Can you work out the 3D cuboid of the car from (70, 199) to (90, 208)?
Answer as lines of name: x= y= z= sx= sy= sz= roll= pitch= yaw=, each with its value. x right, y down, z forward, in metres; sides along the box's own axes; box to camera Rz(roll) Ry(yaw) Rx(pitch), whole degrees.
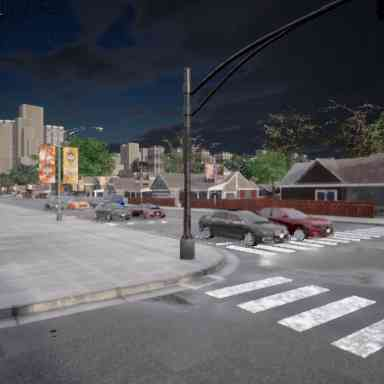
car: x=-19.431 y=1.885 z=57.591 sx=2.033 sy=1.411 sz=5.357 roll=0 pitch=0 yaw=-34

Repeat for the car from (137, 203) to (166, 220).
car: x=-4.079 y=1.721 z=30.072 sx=1.994 sy=1.385 sz=4.181 roll=0 pitch=0 yaw=-35

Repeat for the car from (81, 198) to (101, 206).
car: x=-19.115 y=1.905 z=62.605 sx=2.033 sy=1.411 sz=5.357 roll=0 pitch=0 yaw=-35

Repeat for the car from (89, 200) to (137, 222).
car: x=-6.852 y=1.665 z=28.368 sx=1.837 sy=1.490 sz=4.892 roll=0 pitch=0 yaw=-35

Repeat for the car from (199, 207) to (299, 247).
car: x=2.260 y=1.566 z=15.547 sx=1.837 sy=1.490 sz=4.892 roll=0 pitch=0 yaw=-35

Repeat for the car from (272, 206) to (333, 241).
car: x=4.879 y=1.538 z=17.470 sx=1.882 sy=1.535 sz=5.008 roll=0 pitch=0 yaw=-35

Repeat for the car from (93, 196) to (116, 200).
car: x=-13.382 y=1.784 z=49.106 sx=1.837 sy=1.490 sz=4.892 roll=0 pitch=0 yaw=-35

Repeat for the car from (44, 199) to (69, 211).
car: x=-18.769 y=1.774 z=45.232 sx=2.128 sy=1.511 sz=4.902 roll=0 pitch=0 yaw=-35

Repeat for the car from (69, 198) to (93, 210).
car: x=-16.168 y=1.632 z=47.183 sx=2.097 sy=1.767 sz=4.553 roll=0 pitch=0 yaw=-35

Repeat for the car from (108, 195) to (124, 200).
car: x=-12.966 y=1.521 z=54.124 sx=2.150 sy=2.045 sz=5.566 roll=0 pitch=0 yaw=-36
